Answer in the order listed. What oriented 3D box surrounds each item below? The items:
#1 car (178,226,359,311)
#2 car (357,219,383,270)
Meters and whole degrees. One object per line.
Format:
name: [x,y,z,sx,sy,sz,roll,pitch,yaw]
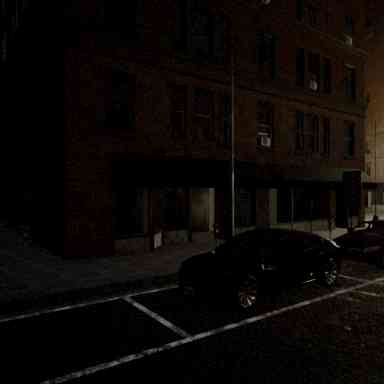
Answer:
car: [1.731,1.565,7.754,4.313,1.339,1.947,0,0,-35]
car: [6.217,1.581,10.938,4.206,1.307,1.802,0,0,-35]
